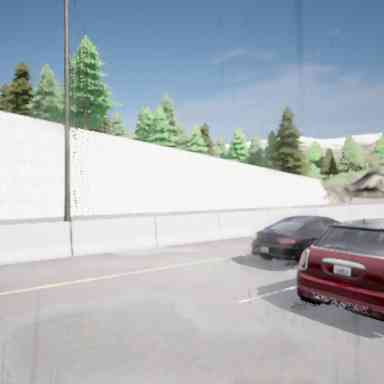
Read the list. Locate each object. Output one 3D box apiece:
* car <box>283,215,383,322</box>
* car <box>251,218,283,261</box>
[{"bbox_3d":[4.228,1.310,6.759,4.553,1.767,2.097,0,0,-35],"label":"car"},{"bbox_3d":[3.950,1.471,10.859,4.674,1.442,1.812,0,0,-35],"label":"car"}]
